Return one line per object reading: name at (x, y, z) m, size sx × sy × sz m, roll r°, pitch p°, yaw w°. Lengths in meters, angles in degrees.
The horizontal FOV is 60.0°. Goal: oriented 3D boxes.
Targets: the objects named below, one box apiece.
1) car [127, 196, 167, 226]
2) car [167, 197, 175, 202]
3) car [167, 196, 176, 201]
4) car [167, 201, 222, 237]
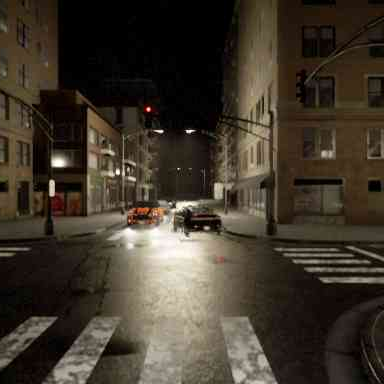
car at (-3.154, 1.356, 23.193) m, size 2.097 × 1.767 × 4.553 m, roll 0°, pitch 0°, yaw 0°
car at (-3.182, 1.549, 33.789) m, size 2.033 × 1.411 × 5.357 m, roll 0°, pitch 0°, yaw 0°
car at (-3.200, 1.350, 44.903) m, size 2.097 × 1.767 × 4.553 m, roll 0°, pitch 0°, yaw 0°
car at (0.195, 1.496, 18.136) m, size 2.128 × 1.511 × 4.902 m, roll -1°, pitch 0°, yaw -13°
